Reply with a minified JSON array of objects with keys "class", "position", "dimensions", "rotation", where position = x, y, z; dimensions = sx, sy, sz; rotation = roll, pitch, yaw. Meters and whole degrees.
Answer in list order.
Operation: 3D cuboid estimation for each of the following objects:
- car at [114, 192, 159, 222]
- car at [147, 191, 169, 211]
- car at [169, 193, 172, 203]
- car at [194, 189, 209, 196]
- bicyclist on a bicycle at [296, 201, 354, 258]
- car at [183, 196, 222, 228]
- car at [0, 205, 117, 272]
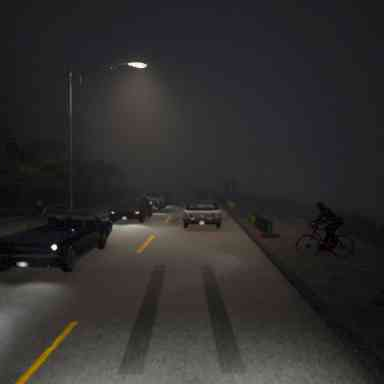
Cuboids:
[{"class":"car","position":[-3.579,0.959,20.557],"dimensions":[2.033,1.411,5.357],"rotation":[0,2,1]},{"class":"car","position":[-3.288,0.658,27.660],"dimensions":[1.812,1.442,4.674],"rotation":[0,2,2]},{"class":"car","position":[-3.142,0.571,34.577],"dimensions":[2.033,1.411,5.357],"rotation":[0,2,2]},{"class":"car","position":[1.299,0.279,45.618],"dimensions":[2.033,1.411,5.357],"rotation":[0,2,2]},{"class":"bicyclist on a bicycle","position":[3.799,1.094,9.467],"dimensions":[1.656,1.620,0.582],"rotation":[0,2,2]},{"class":"car","position":[0.543,1.100,17.938],"dimensions":[1.895,1.301,4.718],"rotation":[0,2,2]},{"class":"car","position":[-3.869,1.308,9.898],"dimensions":[1.895,1.301,4.718],"rotation":[0,2,2]}]
